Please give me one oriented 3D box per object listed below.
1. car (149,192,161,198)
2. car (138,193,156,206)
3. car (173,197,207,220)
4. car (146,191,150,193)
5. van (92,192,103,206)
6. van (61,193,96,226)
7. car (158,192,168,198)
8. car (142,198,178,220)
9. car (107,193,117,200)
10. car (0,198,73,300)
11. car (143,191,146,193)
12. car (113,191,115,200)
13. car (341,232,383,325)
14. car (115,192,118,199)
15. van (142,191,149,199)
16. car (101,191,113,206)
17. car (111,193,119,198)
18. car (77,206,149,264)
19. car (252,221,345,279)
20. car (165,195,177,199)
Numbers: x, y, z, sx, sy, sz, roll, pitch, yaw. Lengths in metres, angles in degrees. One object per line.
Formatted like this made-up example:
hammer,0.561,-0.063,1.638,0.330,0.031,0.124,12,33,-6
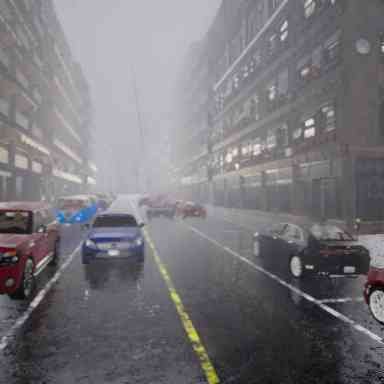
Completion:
car,-4.418,0.952,47.637,2.192,1.841,5.009,2,0,-11
car,-6.040,1.174,43.110,1.812,1.442,4.674,0,0,-11
car,-0.080,1.353,25.945,1.887,1.381,4.507,2,0,-11
car,-6.578,1.001,58.488,1.967,1.590,4.097,2,0,-11
van,-7.815,1.087,24.469,1.690,1.788,3.998,2,0,-11
van,-6.736,1.133,19.044,1.690,1.788,3.998,2,0,-11
car,-2.225,1.161,36.796,1.967,1.590,4.097,2,0,-11
car,-2.545,1.390,25.421,1.895,1.301,4.718,0,0,-11
car,-17.522,0.944,73.288,1.887,1.381,4.507,2,0,-11
car,-4.580,1.207,8.197,2.192,1.841,5.009,2,0,-11
car,-8.738,1.074,69.339,1.802,1.307,4.206,2,0,-11
car,-11.046,0.931,40.741,2.192,1.841,5.009,2,0,-11
car,4.230,1.551,4.246,1.887,1.381,4.507,2,0,-11
car,-16.436,0.745,67.863,2.192,1.841,5.009,2,0,-11
van,-11.966,0.746,85.614,1.690,1.788,3.998,2,0,-11
car,-9.969,0.973,35.318,2.192,1.841,5.009,2,0,-11
car,-20.757,0.899,89.564,1.802,1.307,4.206,2,0,-11
car,-2.654,1.411,11.534,1.812,1.442,4.674,0,0,-12
car,3.152,1.505,9.672,2.008,1.369,4.403,2,0,-11
car,-1.158,1.309,31.369,1.887,1.381,4.507,2,0,-11
